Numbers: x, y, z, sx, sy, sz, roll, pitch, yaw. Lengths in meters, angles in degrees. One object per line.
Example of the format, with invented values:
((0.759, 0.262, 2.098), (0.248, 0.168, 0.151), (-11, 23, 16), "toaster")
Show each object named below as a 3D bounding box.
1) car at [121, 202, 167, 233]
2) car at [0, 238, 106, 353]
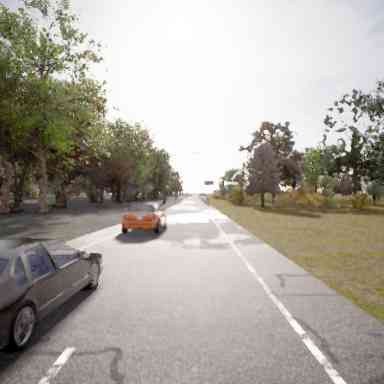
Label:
((-2.736, 1.401, 19.975), (2.097, 1.767, 4.553), (0, 0, 2), "car")
((-3.224, 1.563, 6.112), (2.033, 1.411, 5.357), (0, 0, 2), "car")
